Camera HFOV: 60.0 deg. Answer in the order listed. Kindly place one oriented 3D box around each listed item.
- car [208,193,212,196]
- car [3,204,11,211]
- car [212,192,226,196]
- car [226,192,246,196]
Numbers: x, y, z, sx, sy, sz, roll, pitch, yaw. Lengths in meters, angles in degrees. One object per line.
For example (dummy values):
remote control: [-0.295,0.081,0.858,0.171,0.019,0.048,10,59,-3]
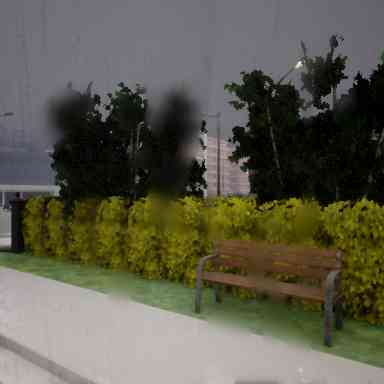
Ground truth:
car: [2.801,0.783,69.514,1.994,1.385,4.181,0,1,35]
car: [-18.867,1.498,38.793,2.033,1.411,5.357,0,0,35]
car: [6.732,0.732,69.025,1.812,1.442,4.674,0,1,35]
car: [7.699,0.993,51.936,1.837,1.490,4.892,0,2,35]
